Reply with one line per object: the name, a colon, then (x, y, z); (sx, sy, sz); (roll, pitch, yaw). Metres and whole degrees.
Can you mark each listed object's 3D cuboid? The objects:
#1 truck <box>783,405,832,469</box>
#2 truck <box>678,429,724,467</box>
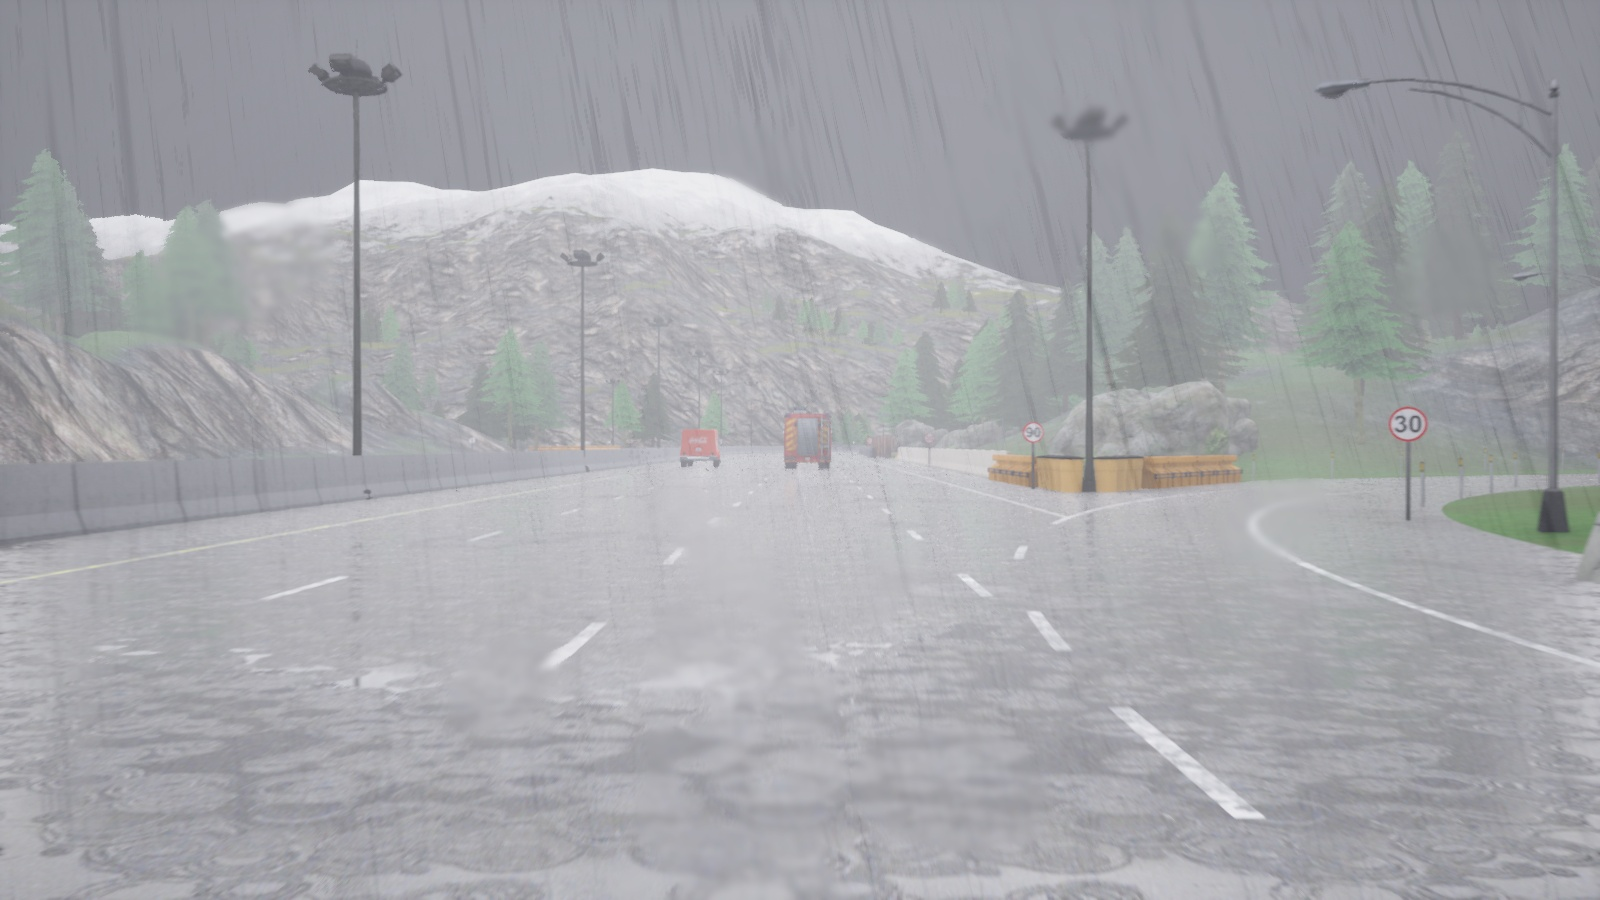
truck: (0.468, -0.778, 79.170); (2.891, 3.827, 8.468); (0, 0, 0)
truck: (-6.510, -0.129, 83.101); (2.627, 2.467, 5.204); (0, 0, 0)
